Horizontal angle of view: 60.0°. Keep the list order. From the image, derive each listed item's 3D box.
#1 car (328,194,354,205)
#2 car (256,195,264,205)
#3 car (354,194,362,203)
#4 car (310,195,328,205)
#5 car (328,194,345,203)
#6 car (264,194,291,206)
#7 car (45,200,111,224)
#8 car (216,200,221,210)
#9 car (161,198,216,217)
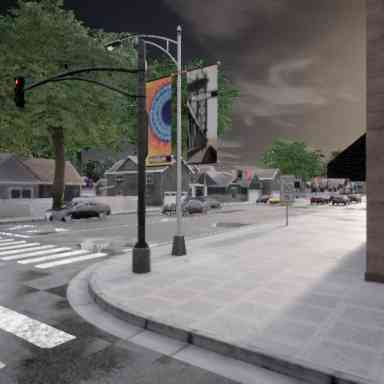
[{"bbox_3d":[22.324,1.203,49.727,1.837,1.490,4.892,0,0,36],"label":"car"},{"bbox_3d":[11.571,1.114,51.626,1.882,1.535,5.008,0,0,36],"label":"car"},{"bbox_3d":[28.319,1.155,58.114,1.837,1.490,4.892,0,0,36],"label":"car"},{"bbox_3d":[20.071,1.172,52.164,1.882,1.535,5.008,0,0,36],"label":"car"},{"bbox_3d":[26.708,1.146,61.444,1.837,1.490,4.892,0,0,36],"label":"car"},{"bbox_3d":[12.593,1.210,47.521,1.882,1.535,5.008,0,0,36],"label":"car"},{"bbox_3d":[-8.175,1.387,24.186,2.128,1.511,4.902,0,1,36],"label":"car"},{"bbox_3d":[1.594,1.369,37.839,1.994,1.385,4.181,0,0,36],"label":"car"},{"bbox_3d":[-0.377,1.398,29.507,2.033,1.411,5.357,0,0,36],"label":"car"}]
